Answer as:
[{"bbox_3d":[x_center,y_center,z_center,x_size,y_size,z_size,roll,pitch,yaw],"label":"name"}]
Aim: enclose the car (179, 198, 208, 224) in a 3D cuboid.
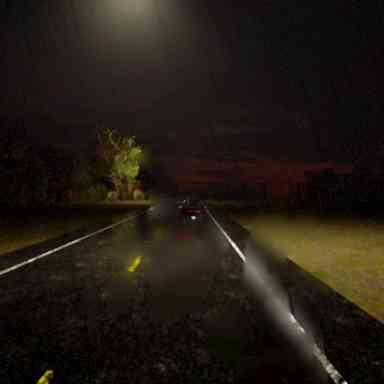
[{"bbox_3d":[0.099,1.467,24.444,1.837,1.490,4.892,0,0,0],"label":"car"}]
